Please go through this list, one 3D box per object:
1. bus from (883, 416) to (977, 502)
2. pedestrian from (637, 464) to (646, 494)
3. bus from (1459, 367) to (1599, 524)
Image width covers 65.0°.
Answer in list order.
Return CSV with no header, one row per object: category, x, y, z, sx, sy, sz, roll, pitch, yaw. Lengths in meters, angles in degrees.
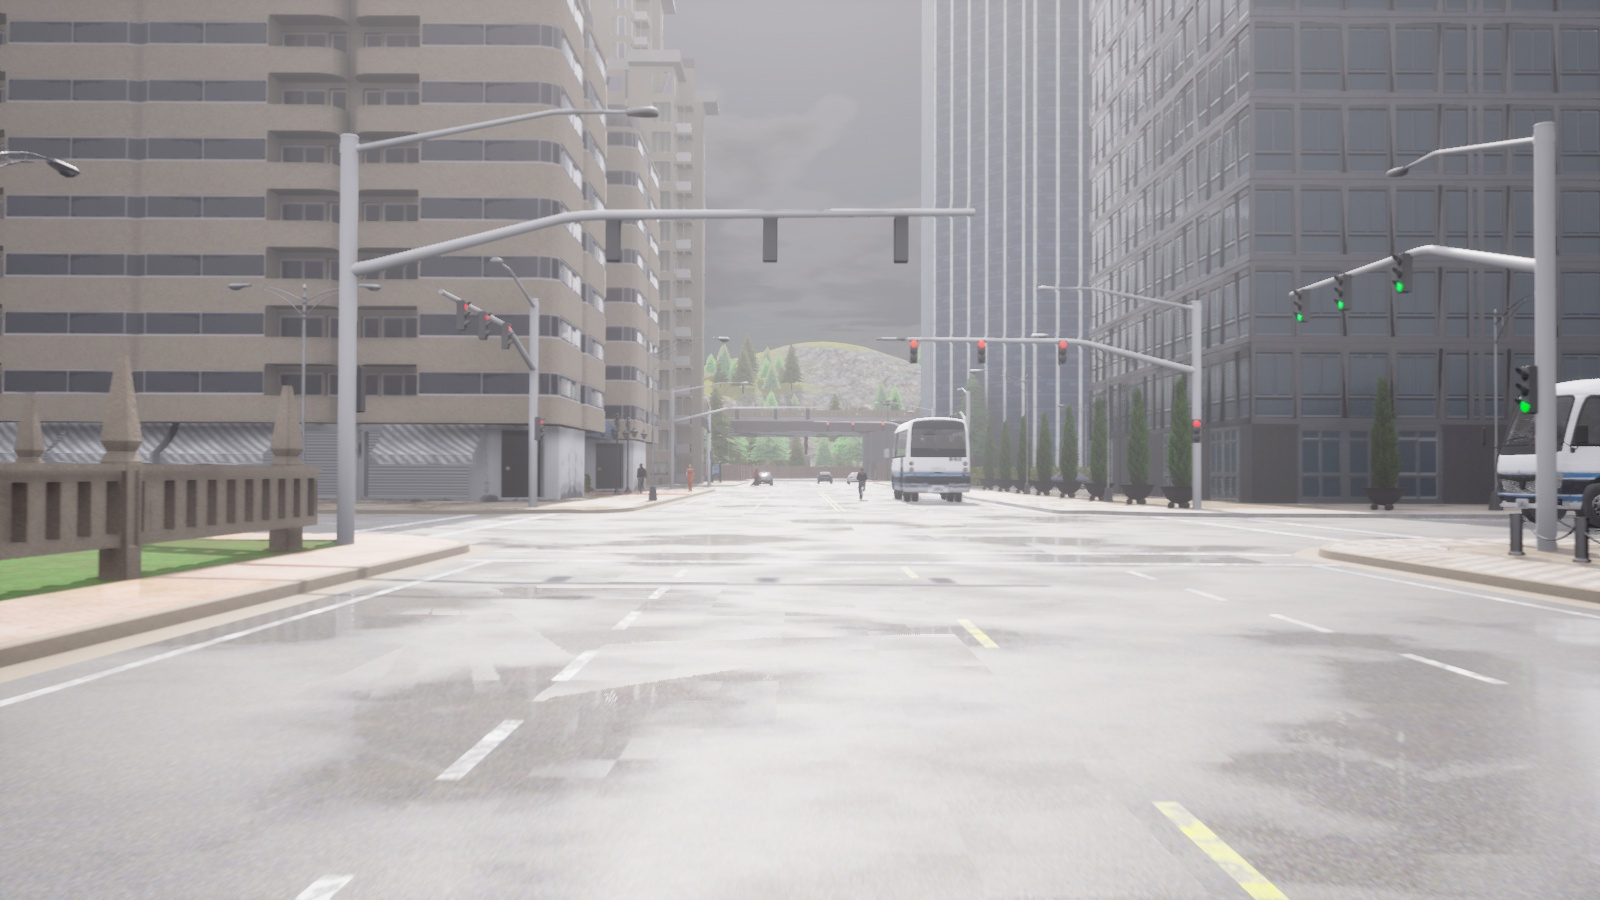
bus,6.833,0.544,67.718,3.944,4.253,10.273,0,-1,0
pedestrian,-9.618,1.767,76.129,0.431,1.840,0.703,0,-1,-1
bus,25.138,-0.114,36.101,10.273,4.253,3.944,0,-1,0
